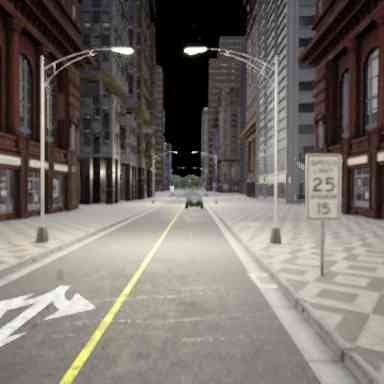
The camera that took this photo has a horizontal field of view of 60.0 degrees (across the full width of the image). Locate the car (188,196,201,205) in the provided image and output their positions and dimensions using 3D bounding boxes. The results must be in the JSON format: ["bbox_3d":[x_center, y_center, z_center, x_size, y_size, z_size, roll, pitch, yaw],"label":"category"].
[{"bbox_3d":[0.354,1.248,50.086,1.895,1.301,4.718,0,0,1],"label":"car"}]

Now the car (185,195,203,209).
[{"bbox_3d":[0.274,1.078,39.444,2.097,1.767,4.553,0,0,0],"label":"car"}]
